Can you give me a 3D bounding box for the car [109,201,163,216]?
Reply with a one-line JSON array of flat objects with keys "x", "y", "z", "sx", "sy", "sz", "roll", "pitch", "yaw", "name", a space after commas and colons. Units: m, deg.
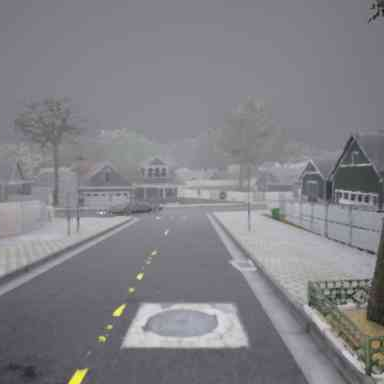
[{"x": -5.663, "y": 1.606, "z": 33.733, "sx": 5.357, "sy": 1.411, "sz": 2.033, "roll": -2, "pitch": 0, "yaw": -30, "name": "car"}]
